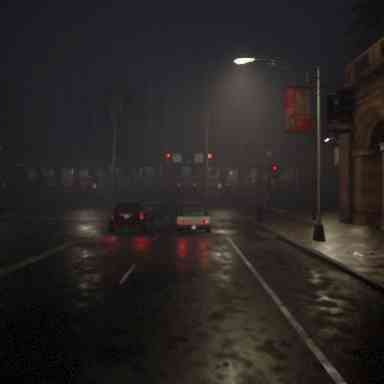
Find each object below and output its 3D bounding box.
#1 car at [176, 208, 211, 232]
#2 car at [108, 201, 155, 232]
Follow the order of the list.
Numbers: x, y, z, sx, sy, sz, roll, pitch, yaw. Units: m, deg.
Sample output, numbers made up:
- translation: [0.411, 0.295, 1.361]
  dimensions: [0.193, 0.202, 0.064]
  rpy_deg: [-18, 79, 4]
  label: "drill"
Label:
- translation: [0.138, 1.566, 19.629]
  dimensions: [1.895, 1.301, 4.718]
  rpy_deg: [0, 0, 1]
  label: "car"
- translation: [-3.447, 1.317, 19.730]
  dimensions: [2.097, 1.767, 4.553]
  rpy_deg: [0, 0, 0]
  label: "car"
